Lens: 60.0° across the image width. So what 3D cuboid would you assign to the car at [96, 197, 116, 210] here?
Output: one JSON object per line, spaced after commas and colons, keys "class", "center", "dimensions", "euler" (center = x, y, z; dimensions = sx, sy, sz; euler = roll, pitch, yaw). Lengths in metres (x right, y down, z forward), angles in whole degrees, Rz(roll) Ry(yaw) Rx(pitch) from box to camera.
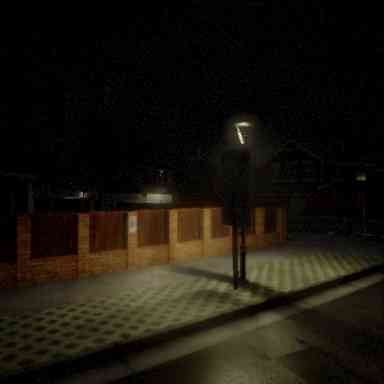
{"class": "car", "center": [-10.132, 1.314, 38.804], "dimensions": [1.994, 1.385, 4.181], "euler": [-2, 2, -38]}
